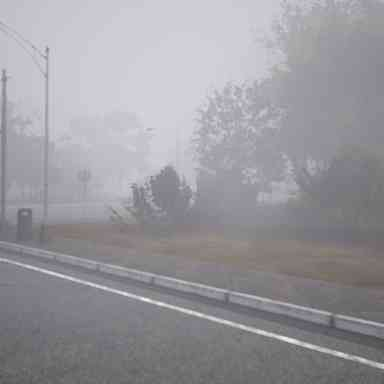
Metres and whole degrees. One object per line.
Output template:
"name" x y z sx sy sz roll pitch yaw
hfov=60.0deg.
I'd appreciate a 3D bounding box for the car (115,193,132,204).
"car" -8.408 0.930 45.398 1.812 1.442 4.674 1 1 32
